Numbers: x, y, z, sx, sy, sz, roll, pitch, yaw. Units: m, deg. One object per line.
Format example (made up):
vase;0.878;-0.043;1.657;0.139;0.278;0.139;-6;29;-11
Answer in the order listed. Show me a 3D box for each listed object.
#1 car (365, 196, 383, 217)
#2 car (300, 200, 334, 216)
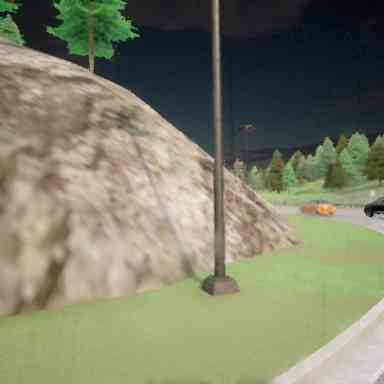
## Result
car;18.280;1.385;30.543;2.150;2.045;5.566;0;-1;-4
car;13.969;1.678;37.570;2.097;1.767;4.553;-1;-1;-8
